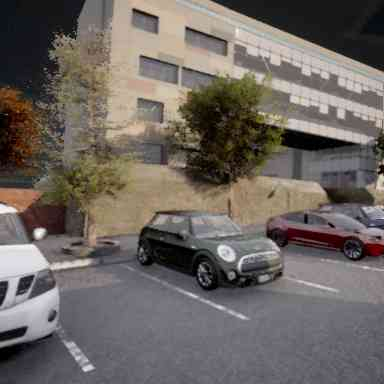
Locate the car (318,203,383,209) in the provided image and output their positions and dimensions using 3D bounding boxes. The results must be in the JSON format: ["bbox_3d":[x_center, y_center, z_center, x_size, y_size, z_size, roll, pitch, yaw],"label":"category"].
[{"bbox_3d":[7.234,1.288,14.169,2.185,1.767,4.553,0,0,-36],"label":"car"}]

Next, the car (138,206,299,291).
[{"bbox_3d":[0.310,1.328,9.228,2.185,1.767,4.553,0,0,-36],"label":"car"}]

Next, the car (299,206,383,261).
[{"bbox_3d":[4.995,1.456,12.495,2.163,1.488,4.792,0,0,-35],"label":"car"}]

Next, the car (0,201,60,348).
[{"bbox_3d":[-4.102,1.228,6.006,2.435,2.045,5.566,0,0,-36],"label":"car"}]
